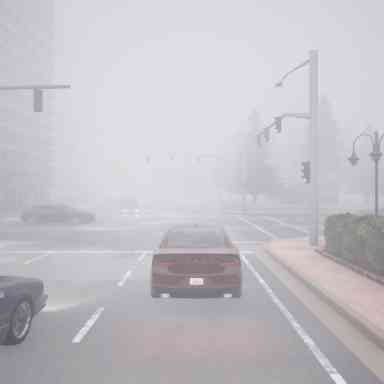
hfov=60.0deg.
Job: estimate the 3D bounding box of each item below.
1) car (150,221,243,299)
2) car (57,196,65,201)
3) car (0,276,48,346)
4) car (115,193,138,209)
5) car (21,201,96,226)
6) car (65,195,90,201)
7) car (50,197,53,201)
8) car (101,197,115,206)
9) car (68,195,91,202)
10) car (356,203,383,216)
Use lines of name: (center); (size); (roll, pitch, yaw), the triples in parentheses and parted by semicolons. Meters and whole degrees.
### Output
car: (0.094, 1.478, 8.536); (1.882, 1.535, 5.008); (0, 0, 0)
car: (-27.152, 1.540, 73.161); (5.357, 1.411, 2.033); (0, 0, 24)
car: (-3.428, 1.547, 3.309); (2.033, 1.411, 5.357); (0, 0, 0)
car: (-9.042, 1.221, 46.690); (2.150, 2.045, 5.566); (0, 0, -20)
car: (-9.208, 1.549, 23.085); (4.892, 1.490, 1.837); (0, 0, 0)
car: (-22.479, 1.525, 66.206); (4.902, 1.511, 2.128); (0, 0, 38)
car: (-35.598, 1.468, 79.847); (4.181, 1.385, 1.994); (0, 0, 9)
car: (-13.801, 1.547, 56.665); (2.033, 1.411, 5.357); (0, 0, -34)
car: (-25.773, 1.478, 76.370); (5.008, 1.535, 1.882); (0, 0, 24)
car: (15.618, 1.581, 26.570); (4.674, 1.442, 1.812); (0, 0, 0)
